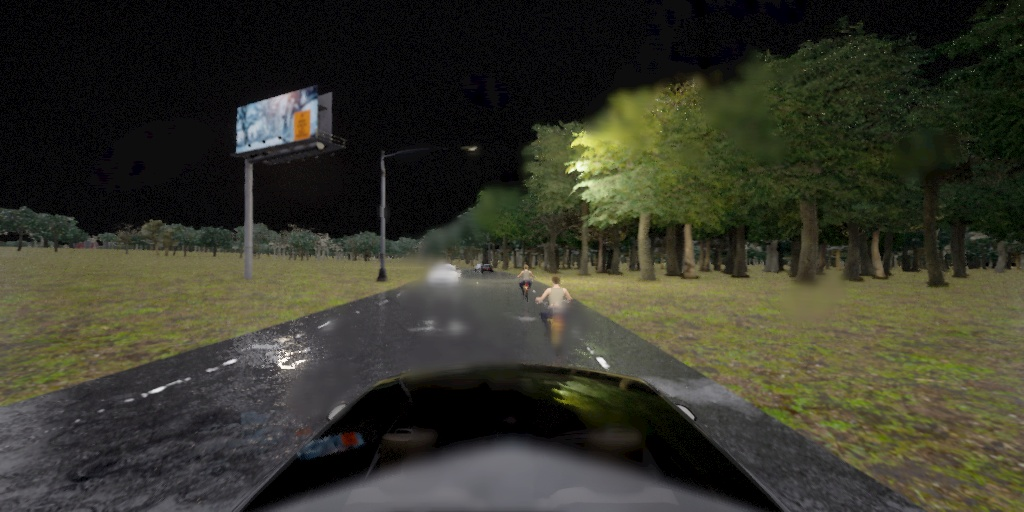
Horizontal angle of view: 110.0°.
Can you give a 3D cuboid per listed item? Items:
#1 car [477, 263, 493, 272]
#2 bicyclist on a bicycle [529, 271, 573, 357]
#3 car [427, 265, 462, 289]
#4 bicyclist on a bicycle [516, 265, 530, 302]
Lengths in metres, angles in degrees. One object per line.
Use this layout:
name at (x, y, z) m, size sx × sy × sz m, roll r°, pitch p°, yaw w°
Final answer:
car at (-4.332, 1.986, 60.234) m, size 1.837 × 1.490 × 4.892 m, roll 0°, pitch -1°, yaw -8°
bicyclist on a bicycle at (0.908, 1.189, 7.558) m, size 0.866 × 1.612 × 1.509 m, roll 0°, pitch 0°, yaw -1°
car at (-4.272, 1.317, 23.365) m, size 1.812 × 1.442 × 4.674 m, roll 0°, pitch 0°, yaw -3°
bicyclist on a bicycle at (0.622, 1.194, 16.038) m, size 0.866 × 1.612 × 1.509 m, roll 0°, pitch 0°, yaw -2°
